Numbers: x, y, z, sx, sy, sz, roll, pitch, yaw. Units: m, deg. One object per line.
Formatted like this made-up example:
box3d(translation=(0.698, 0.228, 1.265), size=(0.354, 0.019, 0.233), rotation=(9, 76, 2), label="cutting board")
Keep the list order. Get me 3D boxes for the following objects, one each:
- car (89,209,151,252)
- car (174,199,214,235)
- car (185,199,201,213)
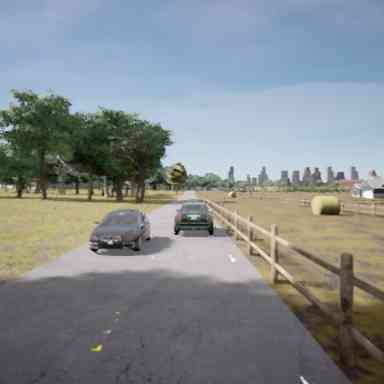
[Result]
box3d(translation=(-2.844, 1.525, 14.016), size=(1.837, 1.490, 4.892), rotation=(0, 0, 0), label="car")
box3d(translation=(0.105, 1.381, 19.288), size=(2.097, 1.767, 4.553), rotation=(0, 0, 0), label="car")
box3d(translation=(0.110, 1.566, 39.310), size=(1.837, 1.490, 4.892), rotation=(0, 0, 0), label="car")
